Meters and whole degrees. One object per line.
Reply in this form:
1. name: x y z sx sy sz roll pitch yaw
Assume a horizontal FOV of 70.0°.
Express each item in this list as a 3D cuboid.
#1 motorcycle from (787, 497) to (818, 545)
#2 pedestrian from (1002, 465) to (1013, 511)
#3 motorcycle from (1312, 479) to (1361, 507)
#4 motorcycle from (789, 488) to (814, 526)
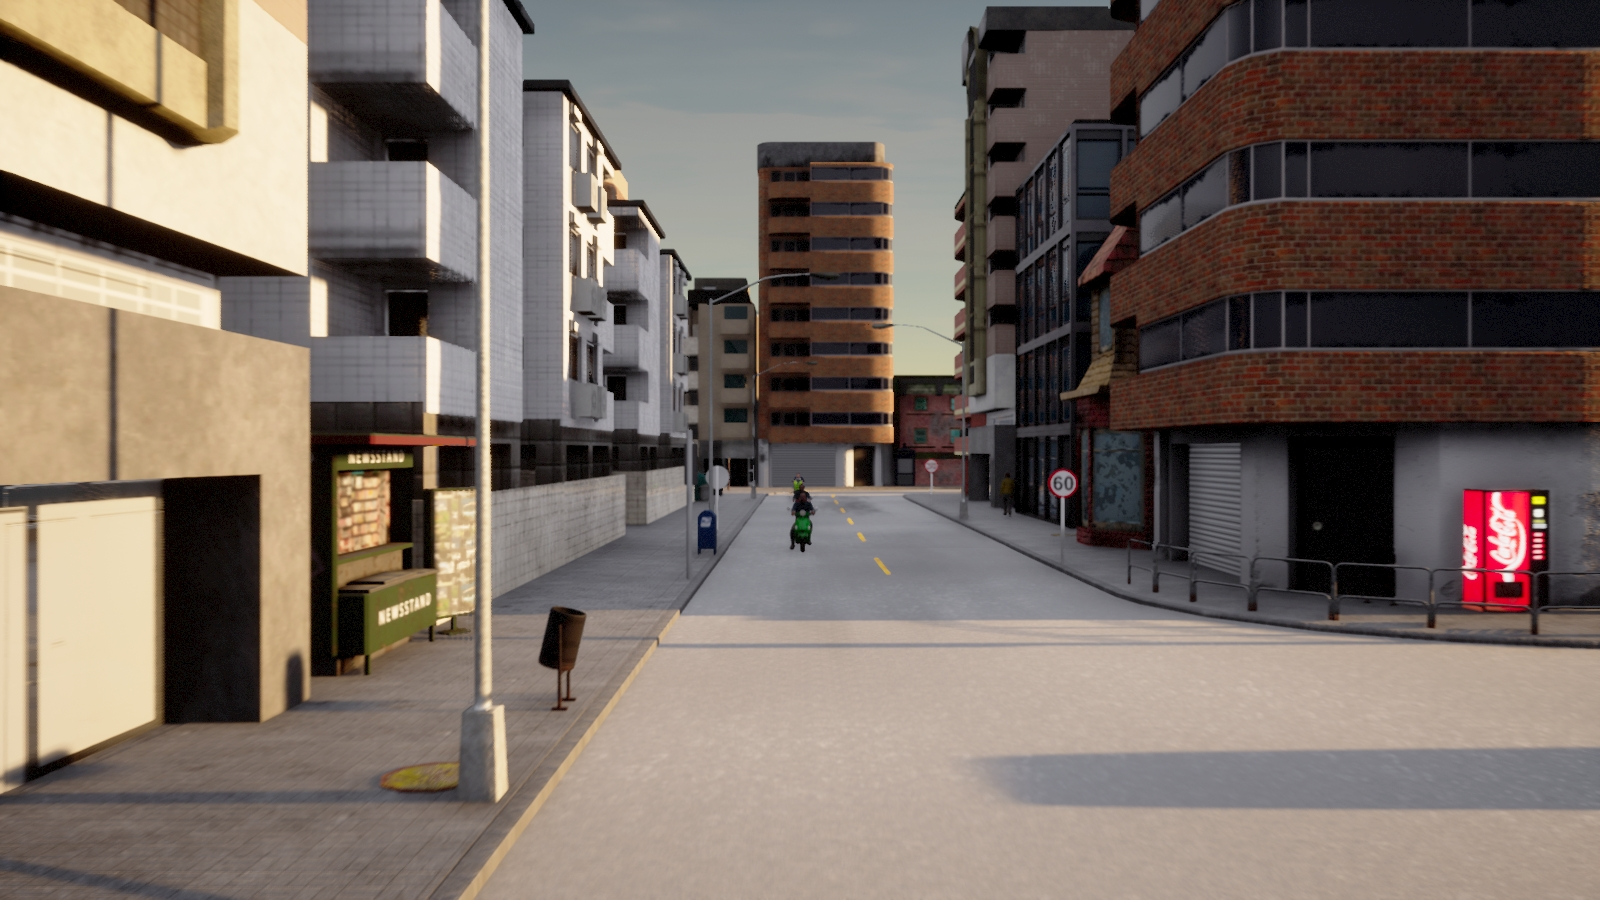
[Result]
1. motorcycle: 0.067 1.962 31.921 0.856 1.236 1.805 0 0 0
2. pedestrian: 8.312 1.523 45.810 0.375 1.860 0.375 0 0 -3
3. motorcycle: 24.398 1.962 51.981 1.805 1.236 0.856 0 0 2
4. motorcycle: 0.046 1.962 39.783 0.856 1.236 1.805 0 0 0
